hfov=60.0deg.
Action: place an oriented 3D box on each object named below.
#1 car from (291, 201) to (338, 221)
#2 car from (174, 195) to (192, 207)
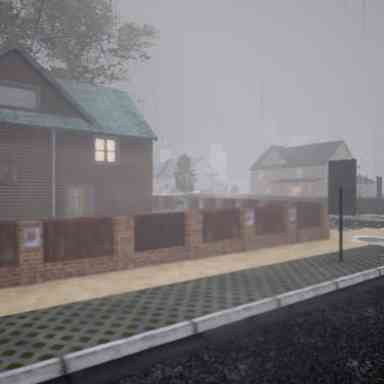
[{"bbox_3d":[7.511,1.336,23.088,1.895,1.301,4.718,0,1,-35],"label":"car"},{"bbox_3d":[-0.771,1.070,34.801,2.128,1.511,4.902,0,1,-35],"label":"car"}]
